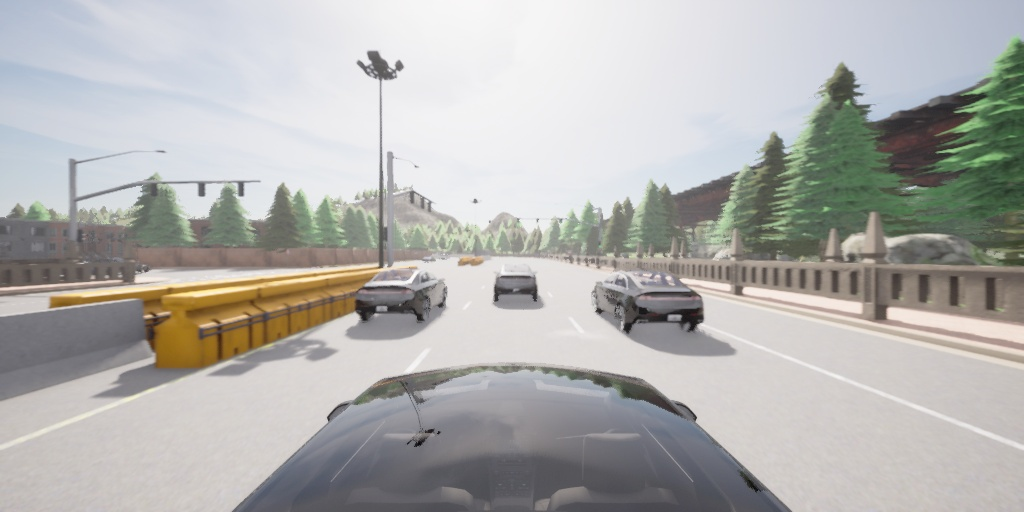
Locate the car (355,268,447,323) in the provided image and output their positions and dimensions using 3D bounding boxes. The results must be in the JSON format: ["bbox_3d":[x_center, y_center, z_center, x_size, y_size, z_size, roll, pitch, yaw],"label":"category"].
[{"bbox_3d":[-3.361,1.138,11.703,2.128,1.511,4.902,0,1,0],"label":"car"}]

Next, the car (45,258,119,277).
[{"bbox_3d":[-36.290,0.998,29.858,4.674,1.442,1.812,0,1,1],"label":"car"}]

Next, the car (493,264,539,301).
[{"bbox_3d":[0.161,1.096,16.260,2.128,1.511,4.902,0,1,0],"label":"car"}]

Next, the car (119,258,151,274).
[{"bbox_3d":[-36.582,0.945,33.367,4.892,1.490,1.837,0,1,0],"label":"car"}]

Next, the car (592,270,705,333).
[{"bbox_3d":[3.633,1.151,10.419,2.128,1.511,4.902,0,1,0],"label":"car"}]
